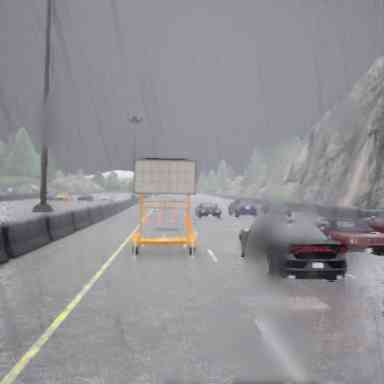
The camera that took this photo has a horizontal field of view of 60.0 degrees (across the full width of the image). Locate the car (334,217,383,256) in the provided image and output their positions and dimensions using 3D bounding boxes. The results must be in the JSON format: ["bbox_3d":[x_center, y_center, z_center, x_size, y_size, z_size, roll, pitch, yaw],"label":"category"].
[{"bbox_3d":[6.000,1.732,13.768,1.895,1.301,4.718,1,0,-4],"label":"car"}]

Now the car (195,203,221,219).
[{"bbox_3d":[1.356,1.618,29.703,1.895,1.301,4.718,1,0,-4],"label":"car"}]

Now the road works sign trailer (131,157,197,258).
[{"bbox_3d":[-1.043,0.485,12.826,2.380,3.560,2.880,1,0,-4],"label":"road works sign trailer"}]

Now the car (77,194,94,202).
[{"bbox_3d":[-18.277,1.019,57.009,1.895,1.301,4.718,1,1,-3],"label":"car"}]

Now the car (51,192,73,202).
[{"bbox_3d":[-21.763,0.841,56.751,1.882,1.535,5.008,1,1,-4],"label":"car"}]

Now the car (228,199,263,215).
[{"bbox_3d":[4.754,1.413,31.296,2.097,1.767,4.553,1,0,-4],"label":"car"}]

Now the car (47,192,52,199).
[{"bbox_3d":[-25.554,0.721,61.249,1.882,1.535,5.008,1,1,-4],"label":"car"}]

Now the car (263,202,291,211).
[{"bbox_3d":[8.168,1.673,32.578,1.994,1.385,4.181,1,0,-4],"label":"car"}]

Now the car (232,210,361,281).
[{"bbox_3d":[2.749,1.555,10.183,1.882,1.535,5.008,1,0,-4],"label":"car"}]

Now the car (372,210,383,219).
[{"bbox_3d":[9.419,1.536,15.072,2.097,1.767,4.553,1,0,-4],"label":"car"}]

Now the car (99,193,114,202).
[{"bbox_3d":[-14.856,0.983,58.323,1.812,1.442,4.674,1,1,-3],"label":"car"}]
